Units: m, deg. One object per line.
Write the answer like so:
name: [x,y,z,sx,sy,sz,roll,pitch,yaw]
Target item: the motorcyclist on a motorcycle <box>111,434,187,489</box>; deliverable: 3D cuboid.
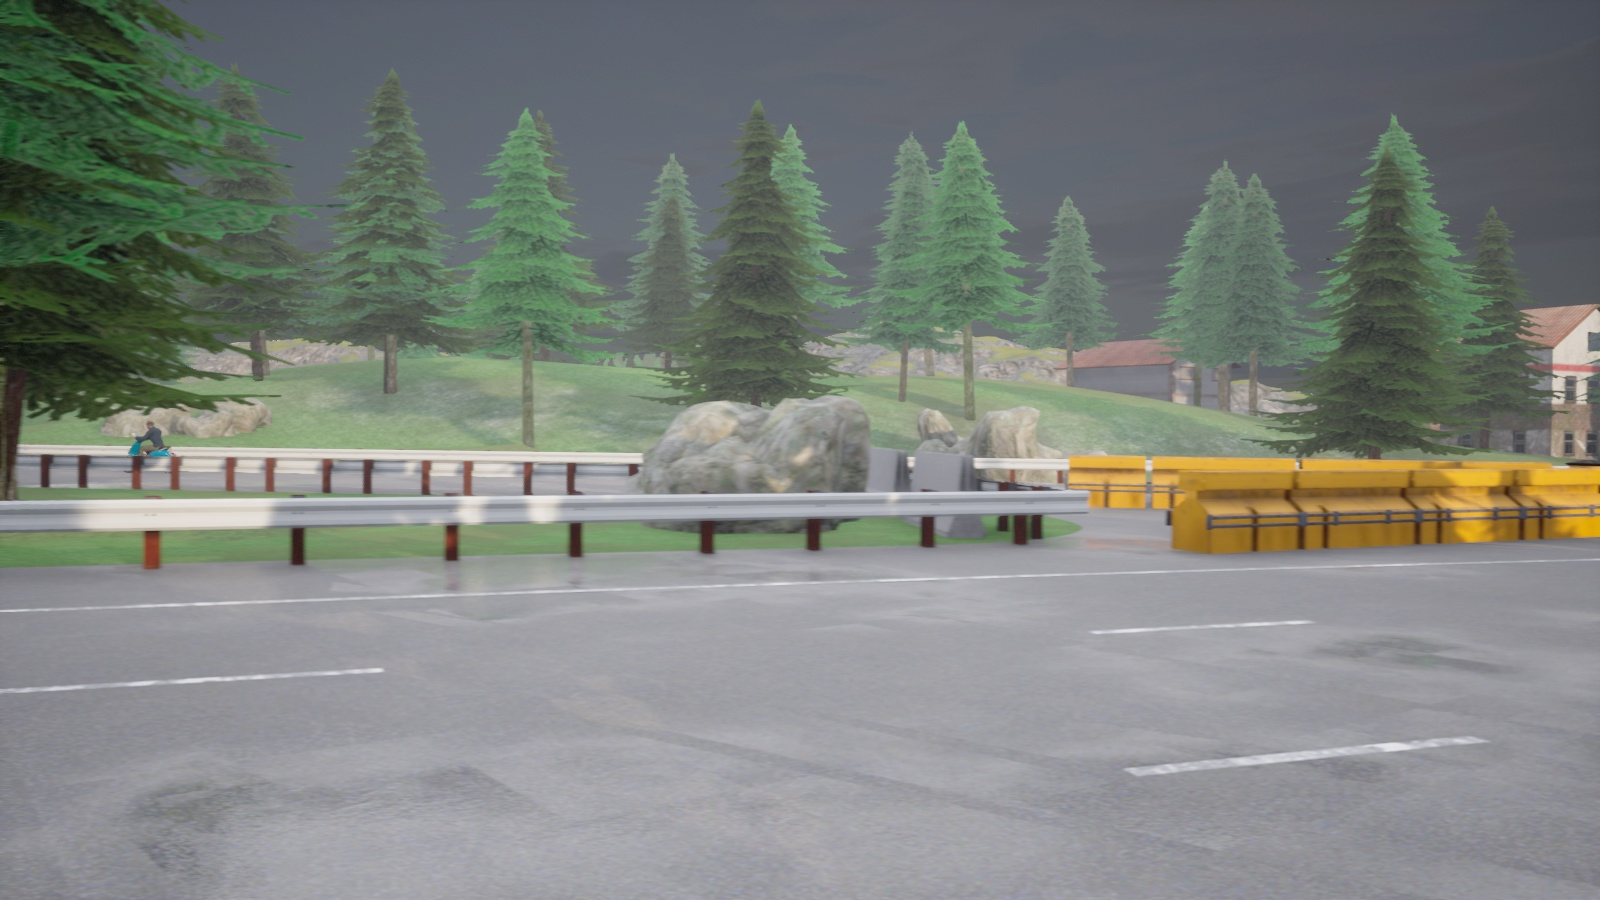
motorcyclist on a motorcycle: [-19.391,0.342,37.421,1.817,1.590,0.866,0,1,9]
